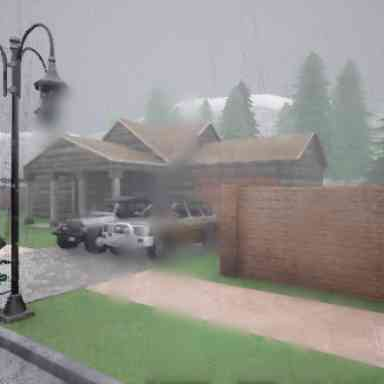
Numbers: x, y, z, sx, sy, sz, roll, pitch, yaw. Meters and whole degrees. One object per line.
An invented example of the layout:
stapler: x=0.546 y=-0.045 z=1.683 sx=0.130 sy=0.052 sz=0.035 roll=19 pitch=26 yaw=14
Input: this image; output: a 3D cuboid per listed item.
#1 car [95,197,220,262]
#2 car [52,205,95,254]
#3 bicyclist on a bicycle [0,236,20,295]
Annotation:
car: x=-0.805 y=1.142 z=11.538 sx=1.932 sy=1.855 sz=4.605 roll=0 pitch=0 yaw=35
car: x=-3.093 y=1.139 z=12.652 sx=1.905 sy=1.878 sz=3.866 roll=0 pitch=0 yaw=35
bicyclist on a bicycle: x=-4.051 y=1.258 z=6.271 sx=0.582 sy=1.620 sz=1.656 roll=0 pitch=0 yaw=35
